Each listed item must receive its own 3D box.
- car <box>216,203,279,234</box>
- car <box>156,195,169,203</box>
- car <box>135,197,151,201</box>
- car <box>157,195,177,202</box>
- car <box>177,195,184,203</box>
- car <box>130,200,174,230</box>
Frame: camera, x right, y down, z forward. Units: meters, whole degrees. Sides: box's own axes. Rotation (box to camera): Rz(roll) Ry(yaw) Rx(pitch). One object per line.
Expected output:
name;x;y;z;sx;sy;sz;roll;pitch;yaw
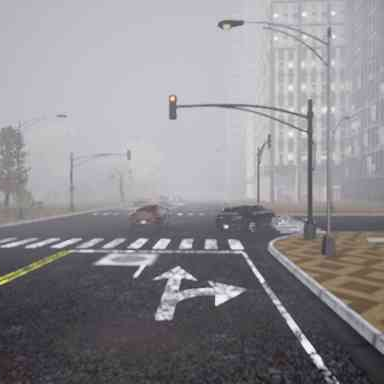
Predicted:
car;3.185;1.408;18.686;1.837;1.490;4.892;-3;0;37
car;-5.672;1.296;64.757;1.812;1.442;4.674;0;0;5
car;-7.065;1.423;48.083;1.895;1.301;4.718;0;0;5
car;-3.833;1.372;47.755;2.033;1.411;5.357;0;0;5
car;-2.564;1.268;63.102;2.128;1.511;4.902;0;0;5
car;-2.472;1.434;20.253;1.812;1.442;4.674;0;0;4
